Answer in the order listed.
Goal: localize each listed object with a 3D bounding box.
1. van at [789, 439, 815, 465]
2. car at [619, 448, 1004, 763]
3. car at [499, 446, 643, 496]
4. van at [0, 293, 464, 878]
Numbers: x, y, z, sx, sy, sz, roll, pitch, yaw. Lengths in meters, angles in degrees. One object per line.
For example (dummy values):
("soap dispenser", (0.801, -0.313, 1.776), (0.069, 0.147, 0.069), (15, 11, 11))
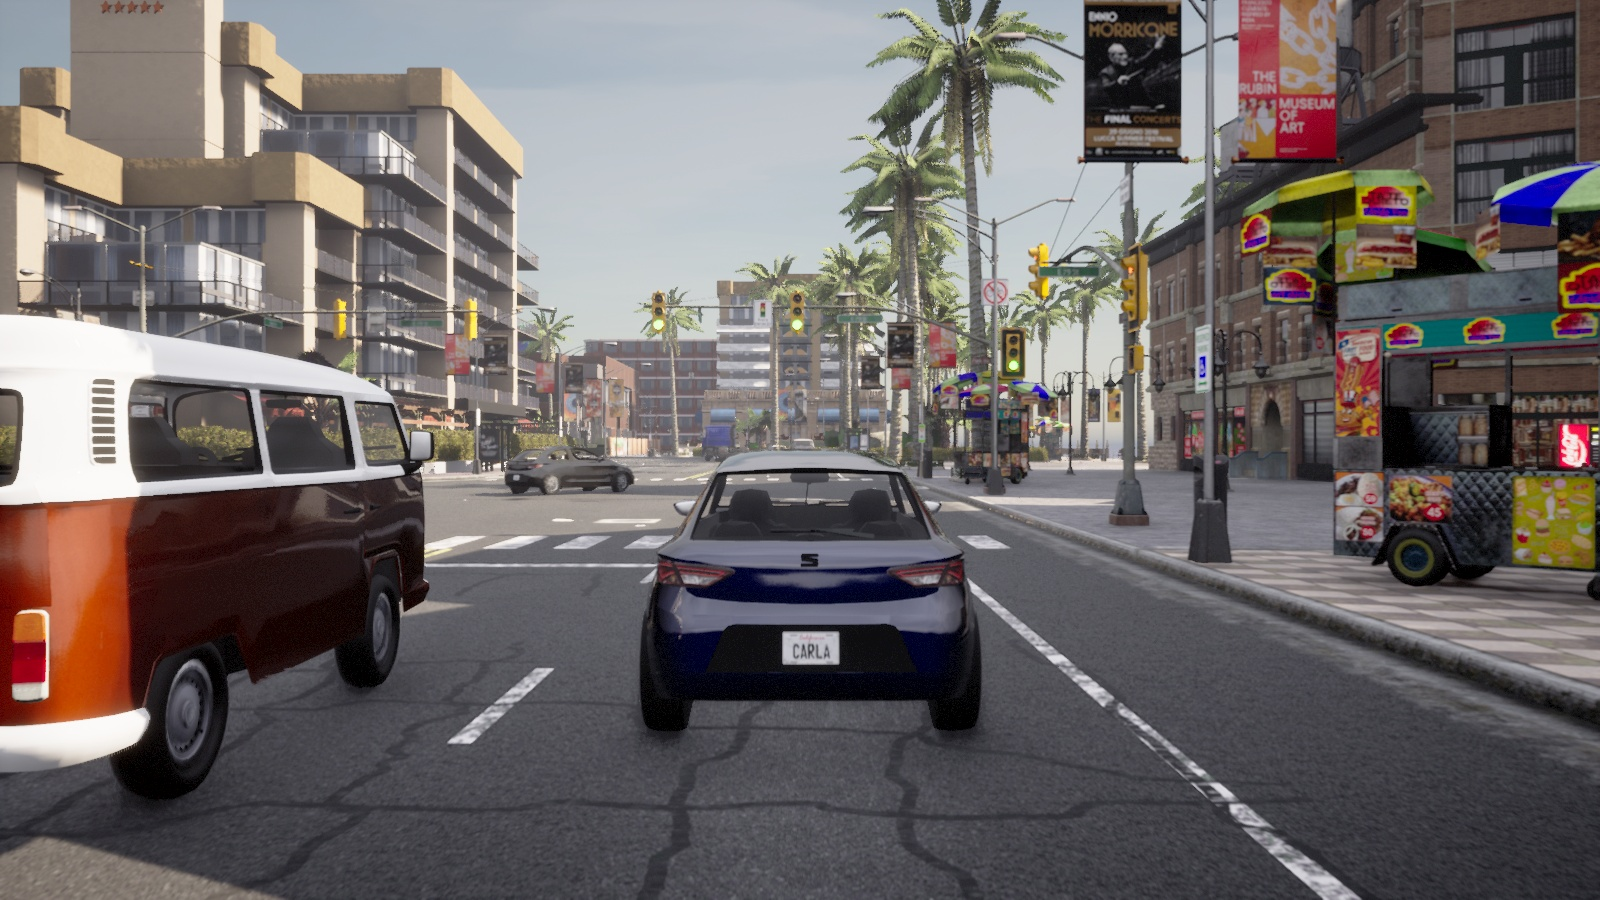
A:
("van", (0.150, 0.133, 96.133), (1.775, 1.987, 4.442), (0, 0, -3))
("car", (0.052, 0.730, 8.024), (1.816, 1.474, 4.193), (0, 0, 0))
("car", (-7.066, 0.606, 39.083), (1.816, 1.474, 4.193), (0, 0, 40))
("van", (-3.404, 0.446, 6.608), (2.069, 2.038, 4.480), (0, 1, 0))
